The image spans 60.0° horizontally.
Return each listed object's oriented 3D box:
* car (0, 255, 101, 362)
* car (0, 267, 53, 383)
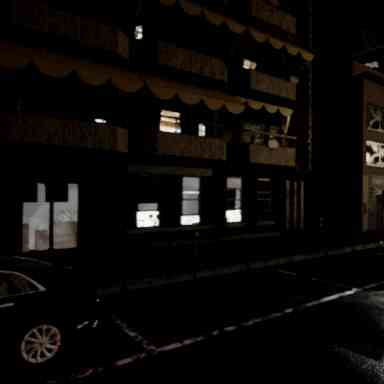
[{"bbox_3d":[-3.391,1.546,4.140,4.403,1.369,2.008,1,0,-35],"label":"car"},{"bbox_3d":[-3.261,1.482,1.049,4.892,1.490,1.837,0,0,-35],"label":"car"}]
